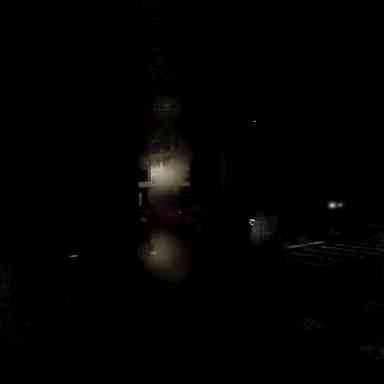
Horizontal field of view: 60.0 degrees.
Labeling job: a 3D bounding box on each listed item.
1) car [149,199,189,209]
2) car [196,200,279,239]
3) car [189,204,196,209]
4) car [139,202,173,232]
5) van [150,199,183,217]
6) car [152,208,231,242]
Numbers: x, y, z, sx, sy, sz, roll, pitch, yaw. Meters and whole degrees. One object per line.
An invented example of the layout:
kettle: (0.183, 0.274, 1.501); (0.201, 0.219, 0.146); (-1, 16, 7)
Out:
car: (-2.593, 1.630, 25.668); (2.097, 1.767, 4.553); (0, 0, -36)
car: (2.580, 1.518, 18.394); (2.097, 1.767, 4.553); (0, 0, -35)
car: (0.288, 1.804, 31.705); (1.752, 1.417, 4.829); (-1, 0, -36)
car: (-3.353, 1.706, 22.132); (1.967, 1.590, 4.097); (-1, 0, -36)
van: (-2.816, 1.689, 36.045); (1.690, 1.788, 3.998); (-1, 0, -36)
car: (-0.150, 1.778, 17.652); (1.802, 1.307, 4.206); (-1, 0, -36)
